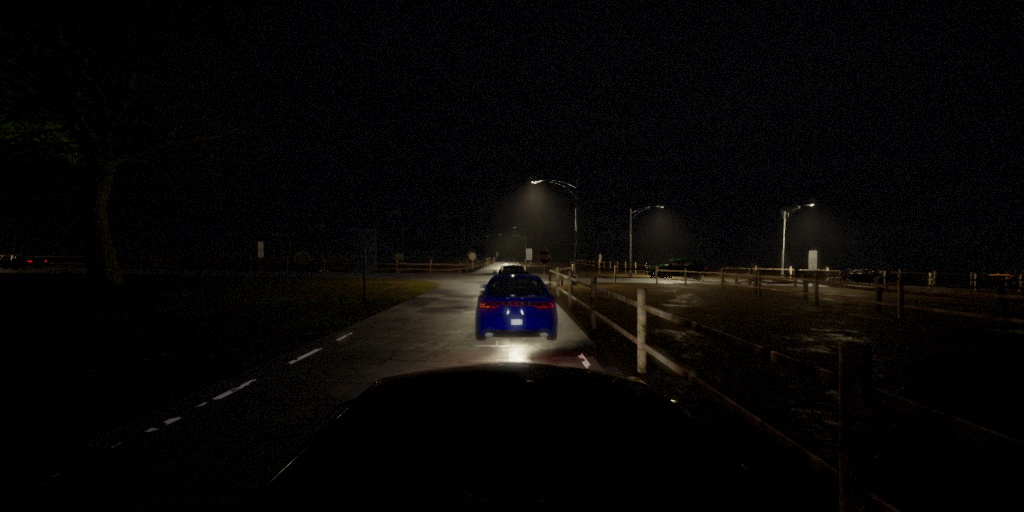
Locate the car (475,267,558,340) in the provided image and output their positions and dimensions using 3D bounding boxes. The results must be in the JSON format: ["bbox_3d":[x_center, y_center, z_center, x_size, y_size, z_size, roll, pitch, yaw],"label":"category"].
[{"bbox_3d":[0.104,1.222,9.933,1.882,1.535,5.008,0,0,0],"label":"car"}]

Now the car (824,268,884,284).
[{"bbox_3d":[33.154,1.942,34.813,4.892,1.490,1.837,1,1,0],"label":"car"}]

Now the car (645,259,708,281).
[{"bbox_3d":[15.886,1.261,34.705,5.566,2.045,2.150,1,1,0],"label":"car"}]

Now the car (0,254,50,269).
[{"bbox_3d":[-47.791,0.522,34.291,5.357,1.411,2.033,1,1,0],"label":"car"}]

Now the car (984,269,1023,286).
[{"bbox_3d":[49.138,1.993,34.813,5.008,1.535,1.882,2,1,0],"label":"car"}]
